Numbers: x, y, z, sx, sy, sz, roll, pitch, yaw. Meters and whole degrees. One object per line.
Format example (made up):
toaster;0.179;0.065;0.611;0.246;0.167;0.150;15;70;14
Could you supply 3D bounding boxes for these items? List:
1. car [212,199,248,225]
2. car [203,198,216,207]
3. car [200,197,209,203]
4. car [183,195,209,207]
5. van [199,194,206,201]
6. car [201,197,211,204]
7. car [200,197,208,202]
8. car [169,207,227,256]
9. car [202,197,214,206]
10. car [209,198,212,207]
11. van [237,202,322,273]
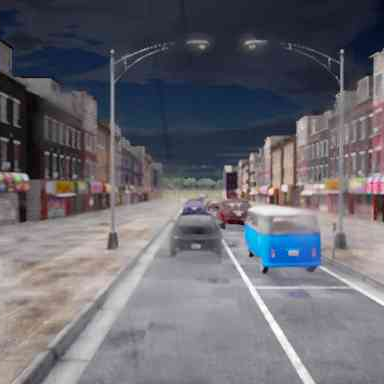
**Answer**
car;2.700;1.377;21.607;2.192;1.841;5.009;-1;0;0
car;2.843;1.679;54.970;1.752;1.417;4.829;-1;0;0
car;2.935;1.784;76.930;1.947;1.339;4.313;-1;0;0
car;0.220;1.435;30.416;2.097;1.767;4.553;0;0;0
van;2.999;1.609;93.528;1.690;1.788;3.998;-1;0;0
car;2.912;1.768;71.397;1.947;1.339;4.313;-1;0;0
car;2.958;1.817;82.462;1.802;1.307;4.206;-1;0;0
car;0.150;1.540;13.253;1.837;1.490;4.892;0;0;0
car;2.866;1.720;60.333;2.008;1.369;4.403;-1;0;0
car;2.798;1.704;43.735;1.802;1.307;4.206;-1;0;0
van;2.655;1.373;10.542;1.690;1.788;3.998;-1;0;0
